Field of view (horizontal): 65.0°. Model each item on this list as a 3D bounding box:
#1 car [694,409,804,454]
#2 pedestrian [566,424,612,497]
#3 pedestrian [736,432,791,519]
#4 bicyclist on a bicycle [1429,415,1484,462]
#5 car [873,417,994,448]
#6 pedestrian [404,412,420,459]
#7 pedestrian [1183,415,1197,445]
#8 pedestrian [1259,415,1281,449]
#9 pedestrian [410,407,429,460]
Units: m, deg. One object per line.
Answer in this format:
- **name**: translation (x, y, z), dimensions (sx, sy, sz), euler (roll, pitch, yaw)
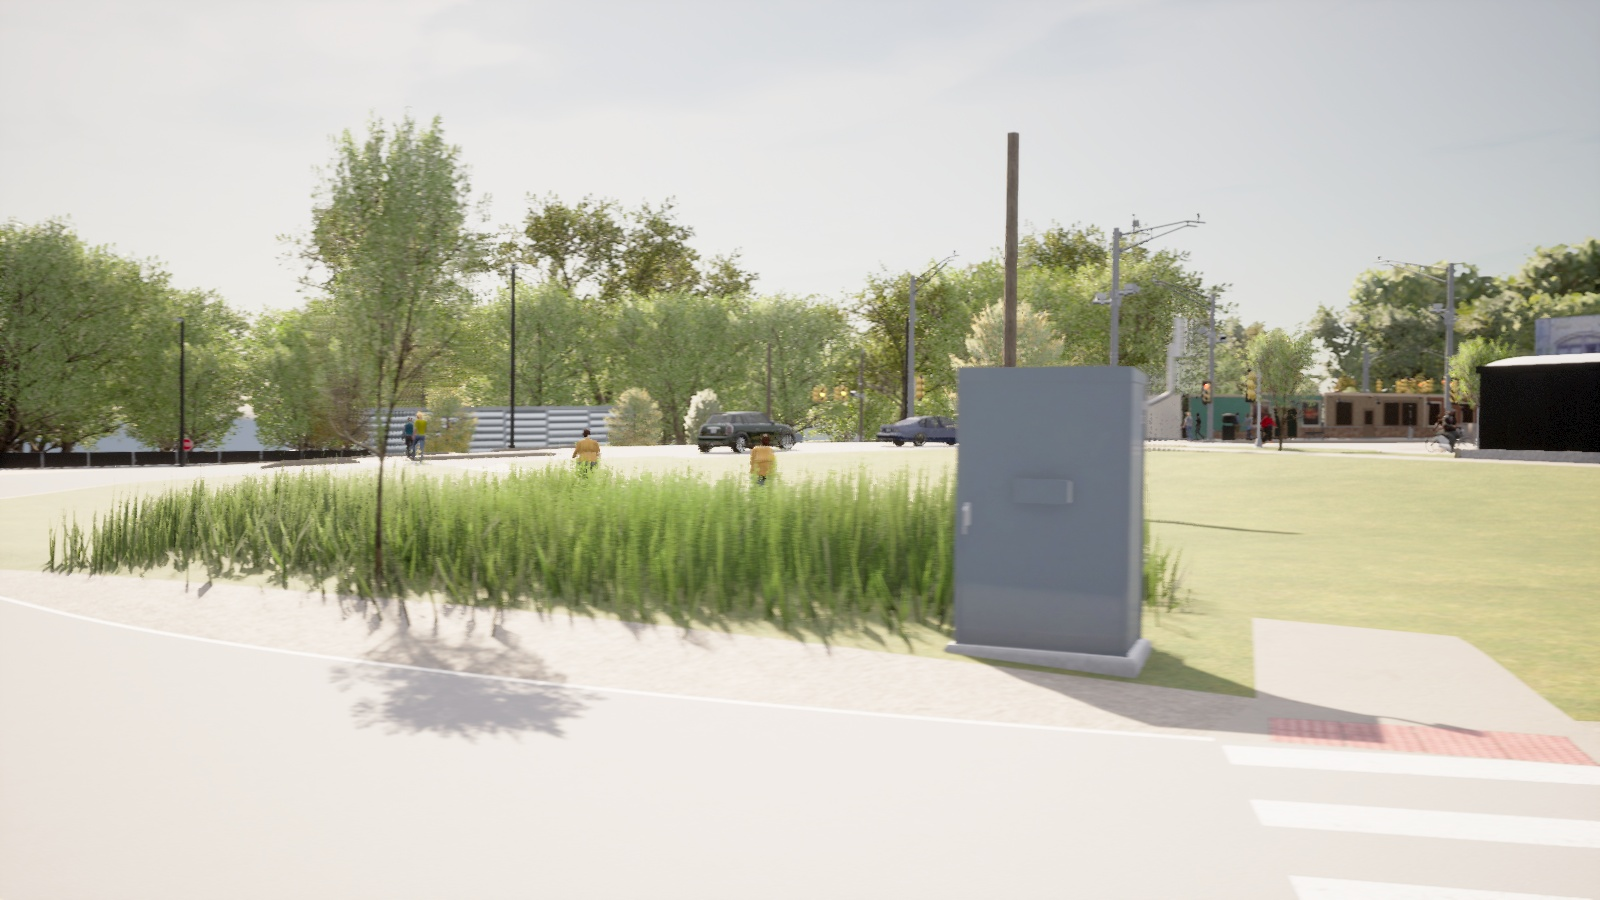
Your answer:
- **car**: translation (-2.089, -0.829, 52.504), dimensions (2.097, 1.767, 4.553), euler (1, 3, 39)
- **pedestrian**: translation (-5.490, 0.274, 32.629), dimensions (0.874, 1.855, 0.900), euler (0, 1, -31)
- **pedestrian**: translation (-0.801, 0.544, 27.554), dimensions (0.874, 1.855, 0.900), euler (1, 1, -27)
- **bicyclist on a bicycle**: translation (25.459, -0.459, 48.730), dimensions (0.659, 1.776, 1.843), euler (1, 1, -26)
- **car**: translation (6.203, -0.819, 58.038), dimensions (5.357, 1.411, 2.033), euler (0, 2, -30)
- **pedestrian**: translation (-16.056, -0.608, 51.923), dimensions (0.396, 1.930, 0.692), euler (1, 1, 2)
- **pedestrian**: translation (23.964, -1.237, 77.129), dimensions (0.354, 1.836, 0.706), euler (1, 1, -28)
- **pedestrian**: translation (26.090, -1.002, 69.741), dimensions (0.634, 1.844, 0.899), euler (1, 1, -26)
- **pedestrian**: translation (-13.487, -0.583, 44.494), dimensions (0.354, 1.836, 0.706), euler (0, 2, -40)
